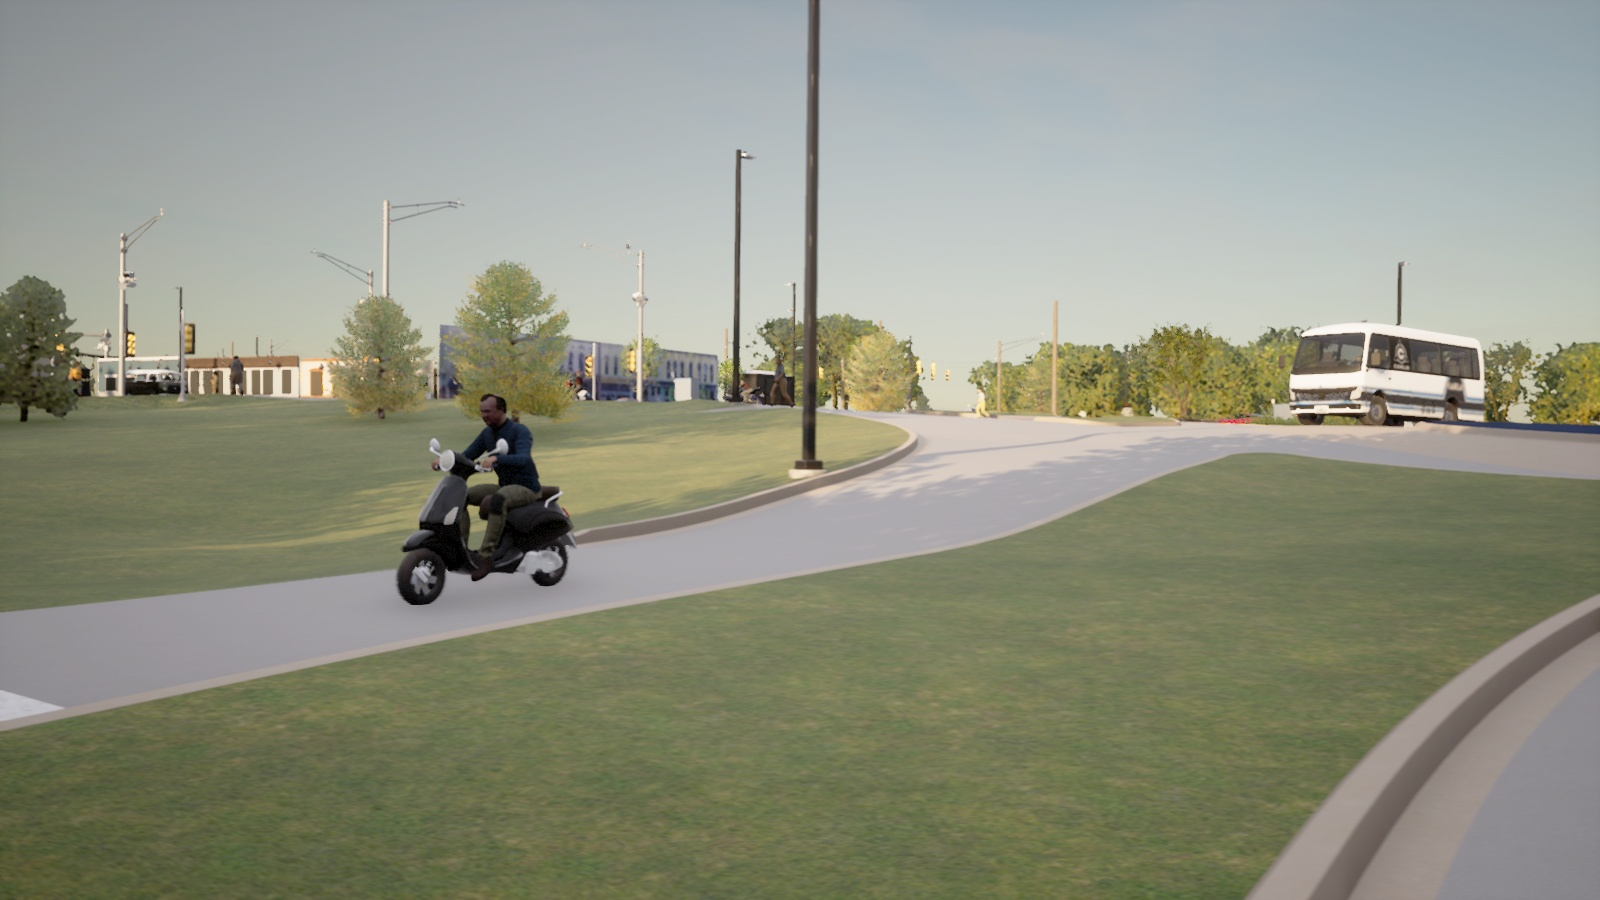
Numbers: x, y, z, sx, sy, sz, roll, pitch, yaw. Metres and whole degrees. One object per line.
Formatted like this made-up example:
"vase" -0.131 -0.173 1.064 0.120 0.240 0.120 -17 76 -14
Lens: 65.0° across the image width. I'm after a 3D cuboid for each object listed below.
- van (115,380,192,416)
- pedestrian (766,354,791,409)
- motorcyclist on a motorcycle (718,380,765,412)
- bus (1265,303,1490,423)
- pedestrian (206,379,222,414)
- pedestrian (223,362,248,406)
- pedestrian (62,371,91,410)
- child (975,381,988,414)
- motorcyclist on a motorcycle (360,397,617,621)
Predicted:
"van" -38.451 -3.065 74.643 4.480 2.038 2.069 0 0 33
"pedestrian" -0.737 -2.375 43.606 0.694 1.848 0.540 -1 0 -29
"motorcyclist on a motorcycle" -2.929 -2.678 62.596 2.191 1.530 0.866 1 1 26
"bus" 24.210 -3.425 52.339 10.273 4.253 3.944 1 -1 -36
"pedestrian" -32.843 -2.975 70.419 0.396 1.930 0.692 0 0 36
"pedestrian" -25.974 -3.025 57.769 0.873 1.952 0.659 0 0 33
"pedestrian" -35.897 -2.930 62.276 0.900 1.855 0.874 0 0 28
"child" 6.930 -2.007 47.954 0.437 1.263 0.270 -1 0 -31
"motorcyclist on a motorcycle" -2.396 0.393 9.870 0.866 1.590 1.817 0 2 33
